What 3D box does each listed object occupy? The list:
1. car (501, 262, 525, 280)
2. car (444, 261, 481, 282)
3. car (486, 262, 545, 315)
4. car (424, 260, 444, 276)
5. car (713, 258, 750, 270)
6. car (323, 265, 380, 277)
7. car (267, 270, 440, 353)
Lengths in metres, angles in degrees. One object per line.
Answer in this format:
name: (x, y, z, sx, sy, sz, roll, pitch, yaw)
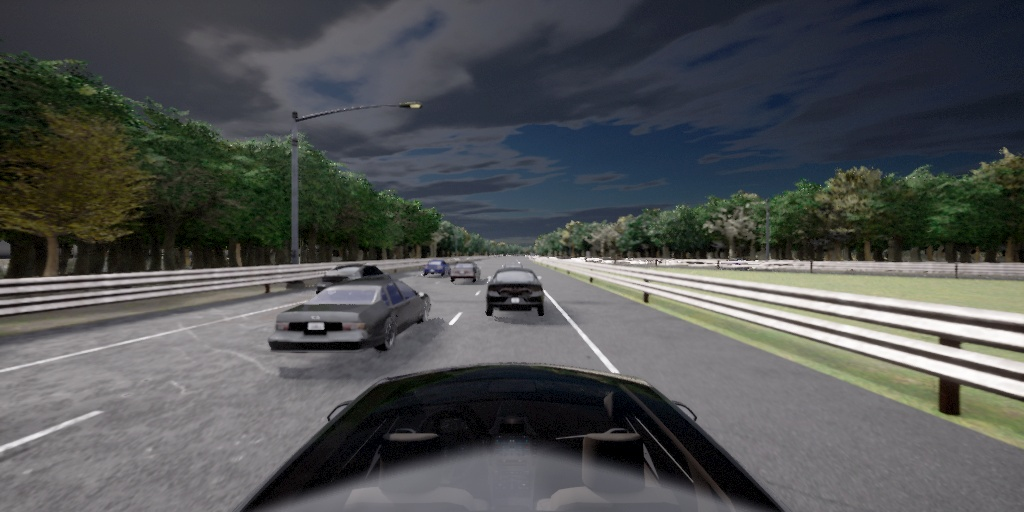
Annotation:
car: (0.110, 1.195, 30.630, 1.895, 1.301, 4.718, 0, 0, 0)
car: (-3.394, 1.160, 26.837, 2.033, 1.411, 5.357, 0, 0, 0)
car: (0.104, 1.161, 13.211, 1.882, 1.535, 5.008, 0, 0, 0)
car: (-6.885, 1.101, 33.291, 1.812, 1.442, 4.674, 1, 0, 0)
car: (31.600, 1.145, 51.639, 2.033, 1.649, 4.856, 0, 0, -29)
car: (-6.901, 1.140, 16.256, 1.837, 1.490, 4.892, 0, 0, 0)
car: (-3.396, 1.256, 8.727, 2.033, 1.411, 5.357, 0, 0, 0)
